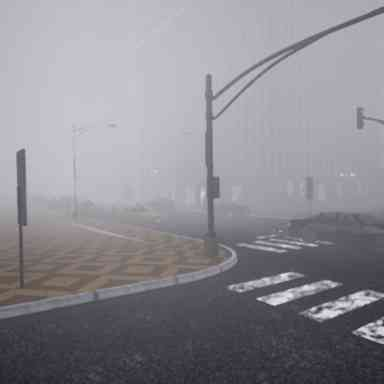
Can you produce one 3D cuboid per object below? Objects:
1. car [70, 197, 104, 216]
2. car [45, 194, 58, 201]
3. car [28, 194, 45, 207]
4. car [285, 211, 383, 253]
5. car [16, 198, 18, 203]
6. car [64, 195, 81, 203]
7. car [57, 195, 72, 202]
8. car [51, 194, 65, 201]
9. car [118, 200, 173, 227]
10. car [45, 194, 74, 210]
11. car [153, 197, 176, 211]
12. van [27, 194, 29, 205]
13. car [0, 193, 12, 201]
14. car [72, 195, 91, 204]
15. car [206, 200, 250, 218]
[{"bbox_3d":[-9.986,1.491,32.221,1.752,1.417,4.829,-1,1,-36],"label":"car"},{"bbox_3d":[-32.892,1.257,77.758,1.752,1.417,4.829,-1,1,-36],"label":"car"},{"bbox_3d":[-22.997,1.368,50.451,1.967,1.590,4.097,-1,1,-36],"label":"car"},{"bbox_3d":[6.495,1.500,13.765,2.033,1.411,5.357,0,0,-36],"label":"car"},{"bbox_3d":[-32.715,1.451,63.997,2.008,1.369,4.403,-1,1,-36],"label":"car"},{"bbox_3d":[-23.073,1.311,64.075,2.008,1.369,4.403,-1,1,-36],"label":"car"},{"bbox_3d":[-26.313,1.333,68.590,1.802,1.307,4.206,-1,1,-36],"label":"car"},{"bbox_3d":[-29.554,1.182,73.104,1.967,1.590,4.097,-1,1,-36],"label":"car"},{"bbox_3d":[-3.563,1.509,23.149,1.752,1.417,4.829,-1,1,-36],"label":"car"},{"bbox_3d":[-16.517,1.386,41.421,1.967,1.590,4.097,-1,1,-36],"label":"car"},{"bbox_3d":[-3.589,1.253,37.020,1.967,1.590,4.097,-1,1,-36],"label":"car"},{"bbox_3d":[-26.238,1.260,54.965,1.690,1.788,3.998,-1,1,-36],"label":"van"},{"bbox_3d":[-45.674,1.407,82.056,1.887,1.381,4.507,-1,1,-36],"label":"car"},{"bbox_3d":[-19.833,1.314,59.560,1.887,1.381,4.507,-1,1,-36],"label":"car"},{"bbox_3d":[2.950,1.380,28.032,2.008,1.369,4.403,-1,1,-36],"label":"car"}]
